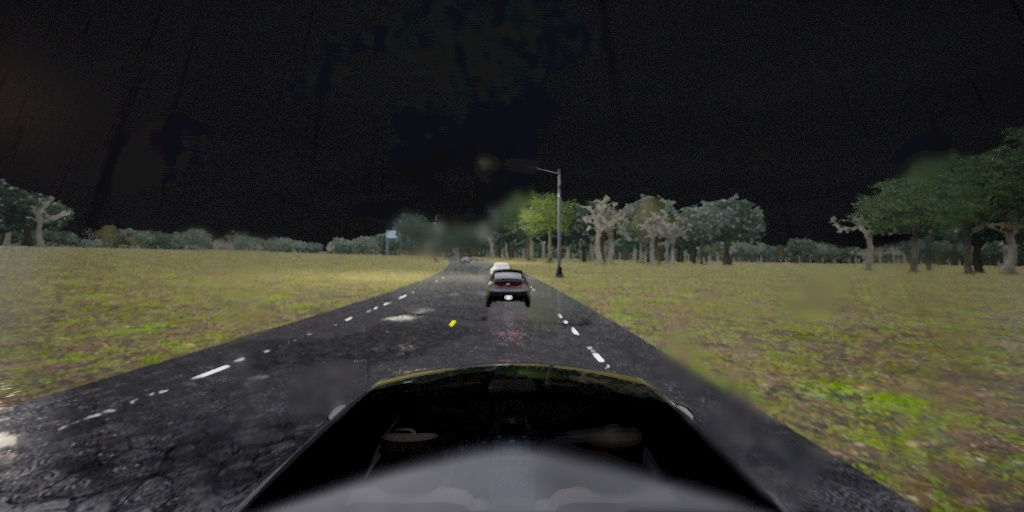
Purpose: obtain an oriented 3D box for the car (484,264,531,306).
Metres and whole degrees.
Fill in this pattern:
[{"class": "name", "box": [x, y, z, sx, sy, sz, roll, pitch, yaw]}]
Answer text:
[{"class": "car", "box": [-0.203, 1.329, 16.204, 1.837, 1.490, 4.892, 0, 0, -2]}]
